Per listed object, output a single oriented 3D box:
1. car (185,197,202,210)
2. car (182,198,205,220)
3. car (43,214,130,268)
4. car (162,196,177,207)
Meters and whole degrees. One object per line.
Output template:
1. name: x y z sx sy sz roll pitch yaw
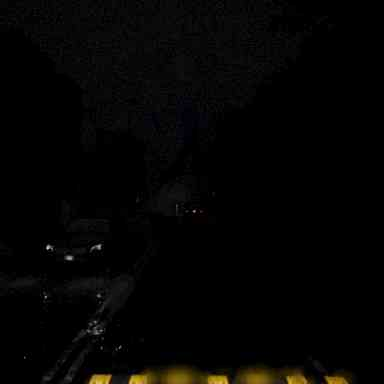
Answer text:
1. car: 0.144 1.463 42.740 2.033 1.411 5.357 0 0 0
2. car: 0.165 1.516 27.881 2.033 1.411 5.357 0 0 0
3. car: -3.311 1.519 11.332 1.812 1.442 4.674 0 0 0
4. car: -3.277 1.374 49.570 2.128 1.511 4.902 0 0 0
